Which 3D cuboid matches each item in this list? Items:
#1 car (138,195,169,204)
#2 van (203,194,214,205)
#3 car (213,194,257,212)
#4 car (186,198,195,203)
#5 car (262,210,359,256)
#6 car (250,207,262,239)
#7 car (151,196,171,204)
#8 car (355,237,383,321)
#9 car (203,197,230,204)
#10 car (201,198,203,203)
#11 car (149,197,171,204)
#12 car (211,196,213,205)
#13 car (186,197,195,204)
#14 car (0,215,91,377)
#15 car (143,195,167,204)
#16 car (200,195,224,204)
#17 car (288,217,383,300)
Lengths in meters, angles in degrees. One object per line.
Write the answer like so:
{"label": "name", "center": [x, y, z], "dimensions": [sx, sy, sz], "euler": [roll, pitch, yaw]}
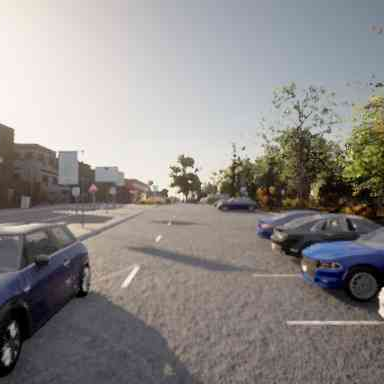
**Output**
{"label": "car", "center": [-7.553, 1.636, 63.058], "dimensions": [5.366, 1.575, 1.946], "euler": [0, -1, 0]}
{"label": "van", "center": [4.788, 1.407, 62.519], "dimensions": [4.442, 1.987, 1.878], "euler": [0, -1, 0]}
{"label": "car", "center": [5.125, 1.359, 38.553], "dimensions": [4.553, 1.767, 2.185], "euler": [0, 0, 0]}
{"label": "car", "center": [-0.381, 2.147, 82.119], "dimensions": [1.895, 1.301, 4.718], "euler": [0, -2, 2]}
{"label": "car", "center": [5.082, 1.482, 10.941], "dimensions": [4.892, 1.521, 2.231], "euler": [0, 0, 0]}
{"label": "car", "center": [5.085, 1.522, 14.217], "dimensions": [4.674, 1.452, 2.002], "euler": [0, 0, 0]}
{"label": "car", "center": [-7.526, 1.961, 81.155], "dimensions": [4.553, 1.767, 2.185], "euler": [0, -2, -1]}
{"label": "car", "center": [5.084, 1.521, 4.519], "dimensions": [4.674, 1.452, 2.002], "euler": [0, 0, 0]}
{"label": "car", "center": [5.044, 1.731, 67.972], "dimensions": [5.366, 1.575, 1.946], "euler": [0, -1, 0]}
{"label": "car", "center": [5.067, 1.678, 65.311], "dimensions": [5.366, 1.575, 1.946], "euler": [0, -1, 0]}
{"label": "car", "center": [-7.512, 1.995, 78.117], "dimensions": [5.008, 1.535, 2.097], "euler": [0, -2, -1]}
{"label": "car", "center": [5.052, 1.527, 41.722], "dimensions": [4.674, 1.452, 2.002], "euler": [0, 0, 0]}
{"label": "car", "center": [-0.268, 1.834, 71.669], "dimensions": [1.837, 1.490, 4.892], "euler": [0, -2, -1]}
{"label": "car", "center": [-3.269, 1.353, 5.499], "dimensions": [2.097, 1.767, 4.553], "euler": [0, 0, -1]}
{"label": "car", "center": [-7.362, 1.565, 65.979], "dimensions": [4.553, 1.767, 2.185], "euler": [0, -1, 0]}
{"label": "car", "center": [4.710, 1.777, 79.151], "dimensions": [5.566, 2.045, 2.435], "euler": [0, -2, -1]}
{"label": "car", "center": [5.092, 1.481, 7.667], "dimensions": [5.008, 1.535, 2.097], "euler": [0, 0, 0]}
